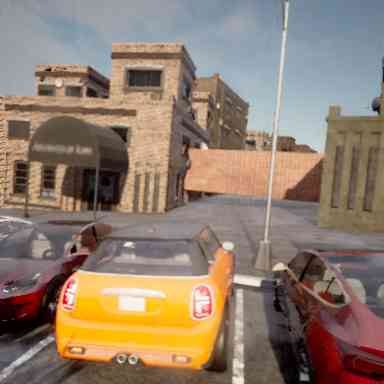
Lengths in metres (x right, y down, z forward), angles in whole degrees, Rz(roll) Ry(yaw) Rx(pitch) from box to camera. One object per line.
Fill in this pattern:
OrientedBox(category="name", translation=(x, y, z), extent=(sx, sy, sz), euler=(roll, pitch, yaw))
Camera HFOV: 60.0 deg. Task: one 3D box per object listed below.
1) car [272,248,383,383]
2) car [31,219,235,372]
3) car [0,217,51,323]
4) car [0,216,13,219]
OrientedBox(category="car", translation=(2.242, 1.473, 4.483), extent=(2.163, 1.488, 4.792), euler=(1, 0, 9))
OrientedBox(category="car", translation=(-0.360, 1.281, 5.829), extent=(2.185, 1.767, 4.553), euler=(1, 0, 8))
OrientedBox(category="car", translation=(-2.951, 1.400, 7.233), extent=(2.163, 1.488, 4.792), euler=(1, 0, 8))
OrientedBox(category="car", translation=(-5.544, 1.373, 8.665), extent=(2.002, 1.452, 4.674), euler=(1, 0, 8))
